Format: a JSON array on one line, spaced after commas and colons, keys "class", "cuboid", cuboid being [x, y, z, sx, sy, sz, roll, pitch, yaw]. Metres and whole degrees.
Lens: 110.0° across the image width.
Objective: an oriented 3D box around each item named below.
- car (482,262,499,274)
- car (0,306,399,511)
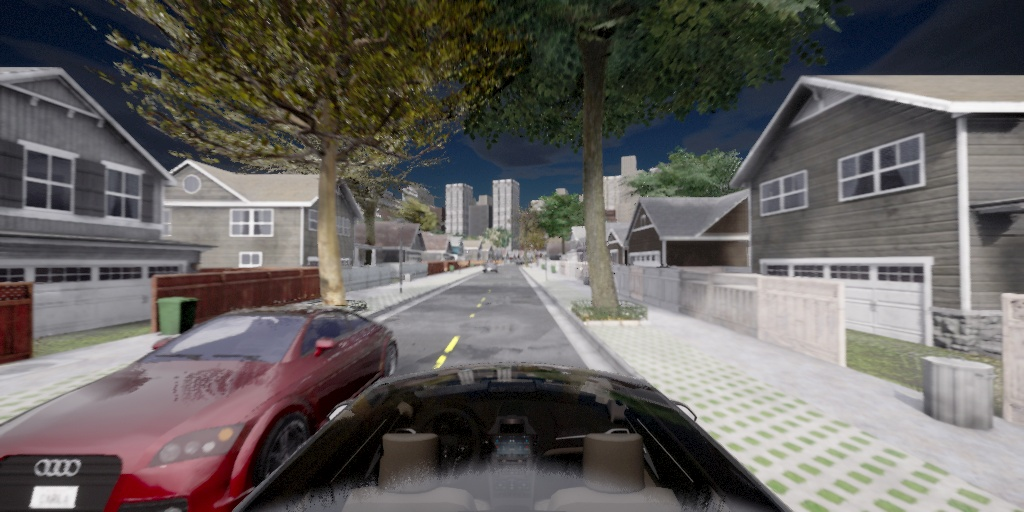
[{"class": "car", "cuboid": [-2.817, 1.550, 47.352, 2.128, 1.511, 4.902, 0, -1, 0]}, {"class": "car", "cuboid": [-2.850, 1.328, 4.224, 1.994, 1.385, 4.181, 0, 0, 0]}]
